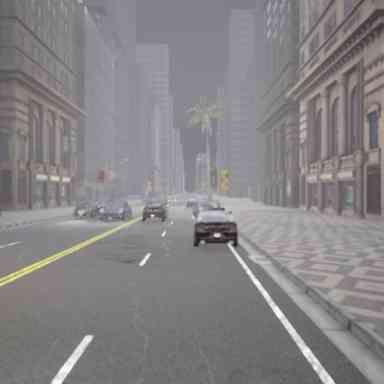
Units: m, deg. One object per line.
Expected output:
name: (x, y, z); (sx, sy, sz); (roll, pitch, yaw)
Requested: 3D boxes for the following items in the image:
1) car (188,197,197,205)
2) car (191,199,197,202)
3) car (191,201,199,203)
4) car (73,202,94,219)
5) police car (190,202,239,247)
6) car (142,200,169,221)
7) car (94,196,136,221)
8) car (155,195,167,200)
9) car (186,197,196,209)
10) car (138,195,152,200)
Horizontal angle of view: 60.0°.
car: (0.119, 1.839, 71.291); (1.882, 1.535, 5.008); (0, 0, 0)
car: (1.029, 1.712, 31.644); (1.812, 1.442, 4.674); (0, 0, 0)
car: (1.019, 1.678, 25.643); (1.812, 1.442, 4.674); (0, 0, 0)
car: (-9.793, 1.680, 31.751); (2.128, 1.511, 4.902); (0, 0, 0)
police car: (1.002, 1.520, 15.754); (1.930, 1.638, 5.238); (0, 0, 0)
car: (-3.101, 1.671, 28.697); (1.837, 1.490, 4.892); (0, -1, 0)
car: (-6.548, 1.523, 28.868); (2.097, 1.767, 4.553); (0, 0, 0)
car: (-6.383, 1.618, 69.557); (2.150, 2.045, 5.566); (0, 0, 0)
car: (0.092, 1.776, 52.005); (1.882, 1.535, 5.008); (0, 0, 0)
car: (-9.630, 1.943, 72.091); (2.033, 1.411, 5.357); (0, 0, 0)
